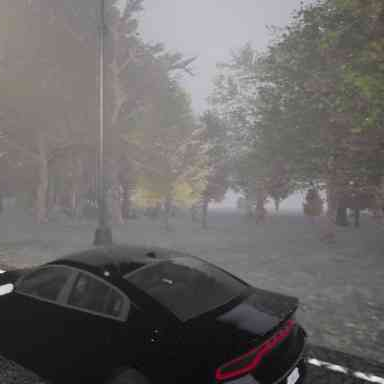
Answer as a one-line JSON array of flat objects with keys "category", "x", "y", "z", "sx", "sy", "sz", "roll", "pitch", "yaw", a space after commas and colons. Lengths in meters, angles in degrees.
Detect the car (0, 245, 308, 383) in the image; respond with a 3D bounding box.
[{"category": "car", "x": -1.137, "y": 1.459, "z": 4.355, "sx": 5.008, "sy": 1.535, "sz": 1.882, "roll": 0, "pitch": 1, "yaw": 36}]
